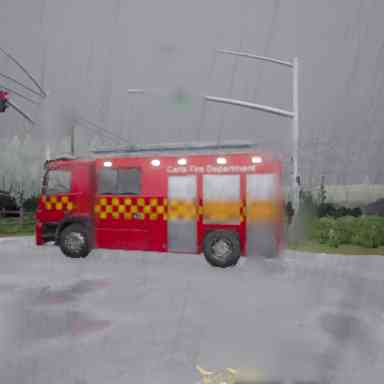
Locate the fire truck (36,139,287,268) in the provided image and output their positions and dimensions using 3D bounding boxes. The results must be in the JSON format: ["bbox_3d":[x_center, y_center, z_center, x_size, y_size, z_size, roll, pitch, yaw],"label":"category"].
[{"bbox_3d":[-1.074,0.341,11.698,8.468,3.827,2.891,0,0,17],"label":"fire truck"}]
